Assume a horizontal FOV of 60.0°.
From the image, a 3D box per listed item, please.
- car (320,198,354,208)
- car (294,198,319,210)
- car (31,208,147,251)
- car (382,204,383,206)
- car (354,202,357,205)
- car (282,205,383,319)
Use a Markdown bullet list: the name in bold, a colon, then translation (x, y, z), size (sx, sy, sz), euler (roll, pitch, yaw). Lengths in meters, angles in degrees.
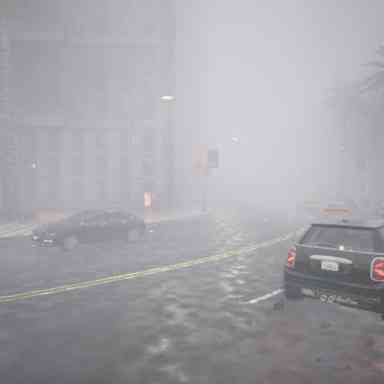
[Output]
- **car**: translation (10.605, 1.465, 24.627), size (1.882, 1.535, 5.008), euler (0, 0, 22)
- **car**: translation (13.702, 1.455, 40.023), size (1.882, 1.535, 5.008), euler (0, 0, 3)
- **car**: translation (-4.175, 1.493, 14.169), size (1.837, 1.490, 4.892), euler (1, 0, 43)
- **car**: translation (13.152, 1.484, 21.639), size (2.128, 1.511, 4.902), euler (0, 0, 24)
- **car**: translation (17.060, 1.474, 37.853), size (2.128, 1.511, 4.902), euler (0, 0, 4)
- **car**: translation (3.920, 1.348, 7.490), size (2.097, 1.767, 4.553), euler (0, 0, 43)
